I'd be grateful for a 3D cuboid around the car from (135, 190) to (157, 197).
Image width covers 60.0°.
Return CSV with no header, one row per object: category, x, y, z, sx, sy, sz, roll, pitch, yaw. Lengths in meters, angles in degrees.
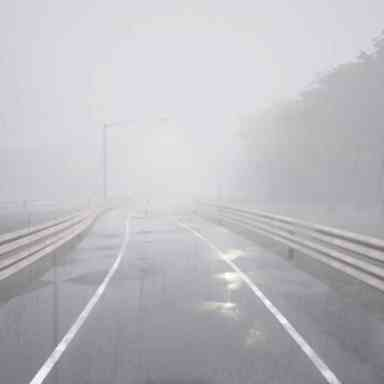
car,-9.657,0.519,69.761,2.150,2.045,5.566,0,2,31
